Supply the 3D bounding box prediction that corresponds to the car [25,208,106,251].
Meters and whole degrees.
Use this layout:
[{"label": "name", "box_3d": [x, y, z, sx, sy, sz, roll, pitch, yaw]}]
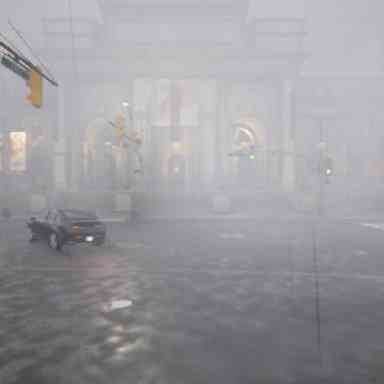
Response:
[{"label": "car", "box_3d": [-5.350, 1.426, 13.830, 1.837, 1.490, 4.892, 2, -1, -43]}]
